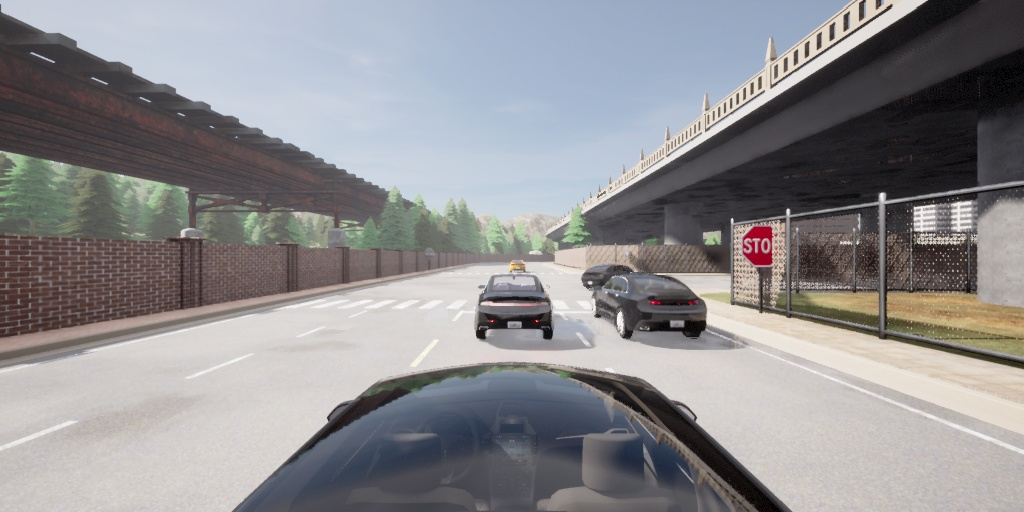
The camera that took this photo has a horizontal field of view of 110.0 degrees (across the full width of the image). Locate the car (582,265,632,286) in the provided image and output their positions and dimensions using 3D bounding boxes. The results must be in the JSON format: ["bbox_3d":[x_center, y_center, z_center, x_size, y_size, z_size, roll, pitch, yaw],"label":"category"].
[{"bbox_3d":[6.330,1.256,21.932,4.892,1.490,1.837,0,-2,-40],"label":"car"}]

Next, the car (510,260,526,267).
[{"bbox_3d":[0.725,1.228,44.866,1.882,1.535,5.008,0,0,1],"label":"car"}]

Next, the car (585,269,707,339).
[{"bbox_3d":[3.559,1.251,10.132,1.837,1.490,4.892,0,-1,0],"label":"car"}]

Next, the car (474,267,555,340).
[{"bbox_3d":[0.057,1.242,10.000,2.128,1.511,4.902,0,0,0],"label":"car"}]
